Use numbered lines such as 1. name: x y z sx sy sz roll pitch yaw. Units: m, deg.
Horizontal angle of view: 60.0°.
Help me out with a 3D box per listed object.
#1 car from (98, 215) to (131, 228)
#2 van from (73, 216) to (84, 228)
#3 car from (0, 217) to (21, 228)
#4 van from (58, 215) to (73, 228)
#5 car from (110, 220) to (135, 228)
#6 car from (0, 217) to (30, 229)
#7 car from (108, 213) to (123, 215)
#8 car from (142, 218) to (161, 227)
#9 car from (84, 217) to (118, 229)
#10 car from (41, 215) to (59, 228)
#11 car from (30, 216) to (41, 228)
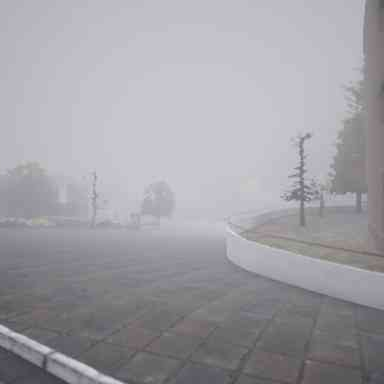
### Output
1. car: -15.721 6.067 66.369 5.566 2.045 2.435 0 -5 5
2. van: -20.631 4.964 55.441 4.442 1.987 1.878 0 -6 5
3. car: -25.796 4.095 44.475 4.674 1.452 2.002 0 -5 5
4. van: -21.895 4.680 52.703 4.442 1.987 1.878 0 -6 5
5. car: -14.441 6.640 69.074 4.674 1.452 2.002 0 -5 5
6. car: -22.300 3.798 39.526 1.895 1.301 4.718 -1 -6 24
7. car: -21.006 7.543 91.195 2.185 1.767 4.553 0 1 10
8. car: -8.545 6.604 69.482 1.895 1.301 4.718 -1 -6 24
9. car: -15.089 5.335 55.320 1.837 1.490 4.892 -1 -6 25
10. car: -23.464 4.618 49.970 5.366 1.575 1.946 0 -5 5
11. car: -24.547 4.379 47.220 4.674 1.452 2.002 0 -6 5
